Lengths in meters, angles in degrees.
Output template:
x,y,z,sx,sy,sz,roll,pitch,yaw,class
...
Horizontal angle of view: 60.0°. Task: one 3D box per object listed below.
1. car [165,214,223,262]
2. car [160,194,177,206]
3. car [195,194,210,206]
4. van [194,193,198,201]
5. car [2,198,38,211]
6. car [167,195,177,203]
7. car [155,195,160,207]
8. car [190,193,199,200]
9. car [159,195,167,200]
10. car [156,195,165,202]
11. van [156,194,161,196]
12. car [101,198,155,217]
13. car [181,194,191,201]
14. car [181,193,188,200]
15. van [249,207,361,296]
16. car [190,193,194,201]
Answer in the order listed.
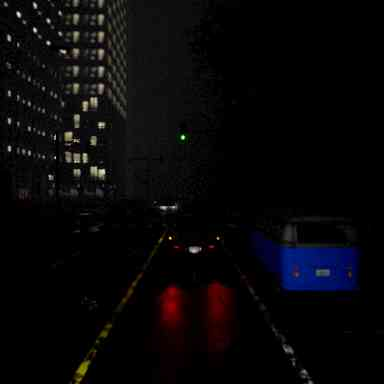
x,y,z,sx,sy,sz,roll,pitch,yaw,class
0.048,1.506,11.995,1.812,1.442,4.674,0,0,0,car
-3.573,1.406,52.598,1.837,1.490,4.892,0,0,-1,car
1.834,1.426,52.043,1.752,1.417,4.829,0,0,-2,car
1.678,1.230,57.415,1.690,1.788,3.998,0,0,-2,van
-18.265,1.324,34.670,4.206,1.307,1.802,1,0,3,car
-3.999,1.419,68.196,1.994,1.385,4.181,0,0,-2,car
-5.890,1.466,45.944,2.008,1.369,4.403,0,0,-1,car
0.638,1.135,85.126,2.192,1.841,5.009,0,0,-3,car
-7.377,1.367,84.743,1.887,1.381,4.507,0,0,-2,car
-6.915,1.396,73.657,1.887,1.381,4.507,0,0,-2,car
-6.707,1.206,68.114,1.690,1.788,3.998,0,0,-2,van
-6.014,1.376,29.715,5.008,1.535,1.882,1,-1,35,car
-1.573,1.430,76.795,1.895,1.301,4.718,0,0,-2,car
-2.004,1.127,86.769,1.882,1.535,5.008,0,0,-3,car
2.542,1.327,8.328,1.690,1.788,3.998,0,0,0,van
1.095,1.374,74.208,1.752,1.417,4.829,0,0,-2,car
